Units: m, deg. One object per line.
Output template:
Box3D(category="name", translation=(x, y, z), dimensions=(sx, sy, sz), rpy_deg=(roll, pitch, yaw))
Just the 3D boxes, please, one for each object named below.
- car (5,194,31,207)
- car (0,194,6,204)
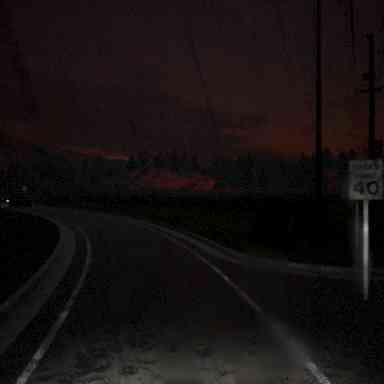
Box3D(category="car", translation=(-21.958, 1.121, 42.587), dimensions=(2.128, 1.511, 4.902), rpy_deg=(-1, 1, -38))
Box3D(category="car", translation=(-28.344, 1.099, 50.717), dimensions=(1.812, 1.442, 4.674), rpy_deg=(-1, 1, -38))
